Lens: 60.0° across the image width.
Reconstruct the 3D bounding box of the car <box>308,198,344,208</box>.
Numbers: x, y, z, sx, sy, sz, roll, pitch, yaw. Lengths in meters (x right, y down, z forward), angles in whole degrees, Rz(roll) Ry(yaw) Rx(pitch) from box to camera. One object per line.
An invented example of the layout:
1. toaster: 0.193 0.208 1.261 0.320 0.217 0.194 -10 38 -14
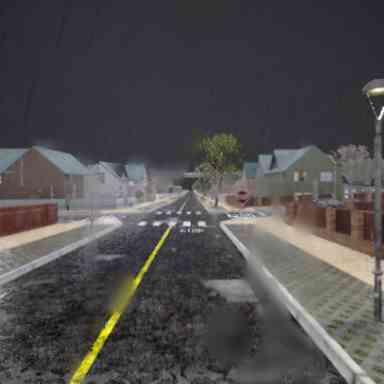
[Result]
1. car: 11.409 1.269 28.179 5.008 1.535 1.882 -1 2 0
